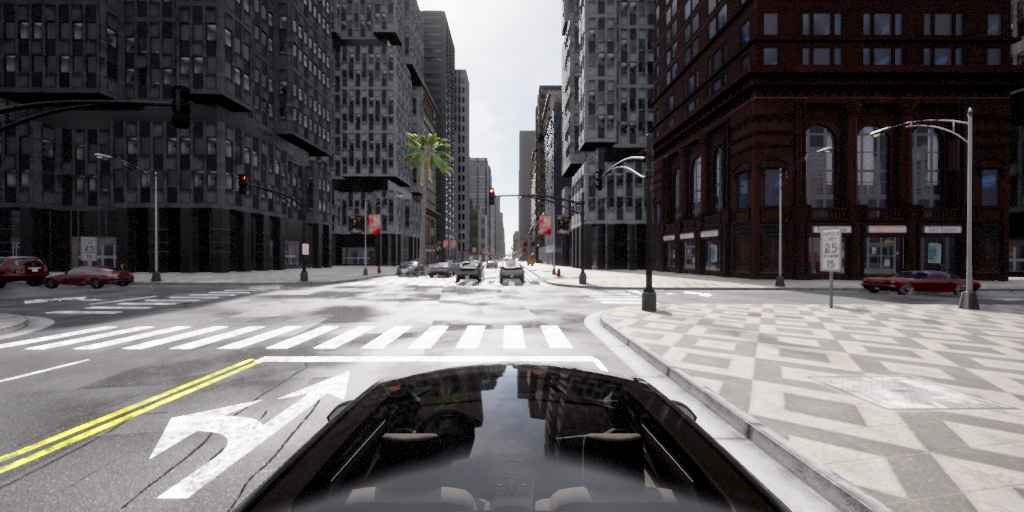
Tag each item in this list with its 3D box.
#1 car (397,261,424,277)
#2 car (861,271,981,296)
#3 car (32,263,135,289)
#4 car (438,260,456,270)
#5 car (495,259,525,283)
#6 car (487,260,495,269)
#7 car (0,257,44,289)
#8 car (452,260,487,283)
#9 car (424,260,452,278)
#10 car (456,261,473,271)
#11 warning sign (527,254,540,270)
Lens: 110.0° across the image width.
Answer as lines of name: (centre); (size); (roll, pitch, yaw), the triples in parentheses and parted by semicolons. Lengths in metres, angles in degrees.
car: (-9.988, 1.267, 35.708); (2.128, 1.511, 4.902); (0, 0, 0)
car: (22.114, 1.461, 19.566); (4.718, 1.301, 1.895); (0, 0, 0)
car: (-25.148, 1.232, 21.404); (4.207, 1.307, 1.802); (0, 0, -1)
car: (-10.053, 1.358, 56.091); (1.882, 1.535, 5.008); (0, 0, 0)
car: (-0.008, 1.249, 28.207); (2.128, 1.511, 4.902); (0, 0, 0)
car: (-3.500, 1.477, 62.329); (2.033, 1.411, 5.357); (0, 0, 0)
car: (-30.786, 0.945, 21.293); (5.009, 1.841, 2.192); (0, 0, -1)
car: (-3.259, 1.263, 28.397); (1.837, 1.490, 4.892); (0, 0, 0)
car: (-6.736, 1.321, 35.063); (2.033, 1.411, 5.357); (0, 0, 0)
car: (-6.795, 1.417, 51.793); (1.994, 1.385, 4.181); (0, 0, 0)
warning sign: (2.661, 0.940, 47.605); (1.300, 1.860, 1.060); (0, 0, 0)
